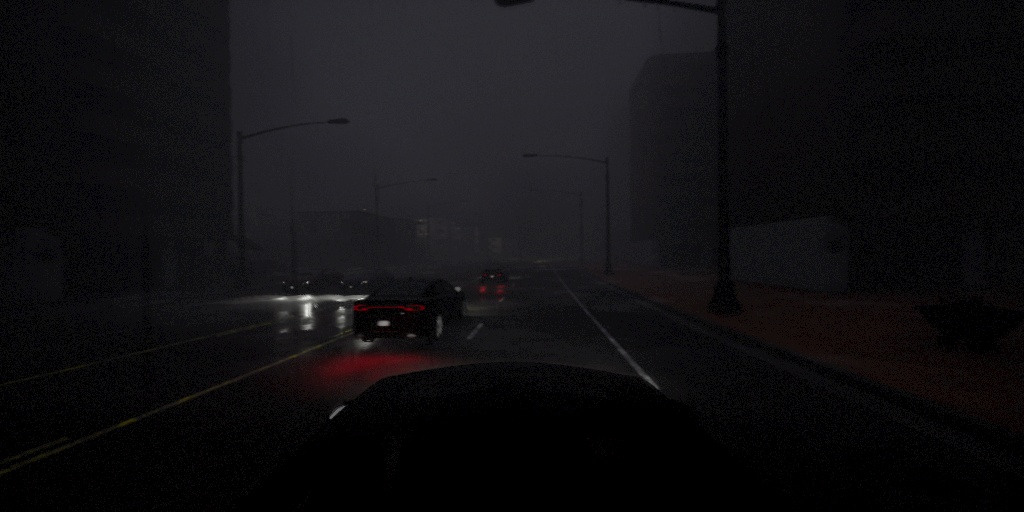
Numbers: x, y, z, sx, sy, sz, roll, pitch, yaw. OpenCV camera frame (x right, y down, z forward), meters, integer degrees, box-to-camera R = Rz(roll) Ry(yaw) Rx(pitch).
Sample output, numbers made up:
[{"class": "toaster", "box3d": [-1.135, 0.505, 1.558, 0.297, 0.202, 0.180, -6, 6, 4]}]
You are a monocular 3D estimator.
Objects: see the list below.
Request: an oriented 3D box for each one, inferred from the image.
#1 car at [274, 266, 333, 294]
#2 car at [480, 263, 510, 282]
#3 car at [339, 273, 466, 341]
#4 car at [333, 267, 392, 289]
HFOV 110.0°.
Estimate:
[{"class": "car", "box3d": [-12.431, 1.498, 22.846, 1.812, 1.442, 4.674, -1, 1, 4]}, {"class": "car", "box3d": [-1.288, 1.269, 28.605, 1.812, 1.442, 4.674, -1, 1, 4]}, {"class": "car", "box3d": [-2.636, 1.339, 10.338, 1.882, 1.535, 5.008, -1, 0, 4]}, {"class": "car", "box3d": [-8.942, 1.453, 22.586, 1.812, 1.442, 4.674, -1, 1, 4]}]
